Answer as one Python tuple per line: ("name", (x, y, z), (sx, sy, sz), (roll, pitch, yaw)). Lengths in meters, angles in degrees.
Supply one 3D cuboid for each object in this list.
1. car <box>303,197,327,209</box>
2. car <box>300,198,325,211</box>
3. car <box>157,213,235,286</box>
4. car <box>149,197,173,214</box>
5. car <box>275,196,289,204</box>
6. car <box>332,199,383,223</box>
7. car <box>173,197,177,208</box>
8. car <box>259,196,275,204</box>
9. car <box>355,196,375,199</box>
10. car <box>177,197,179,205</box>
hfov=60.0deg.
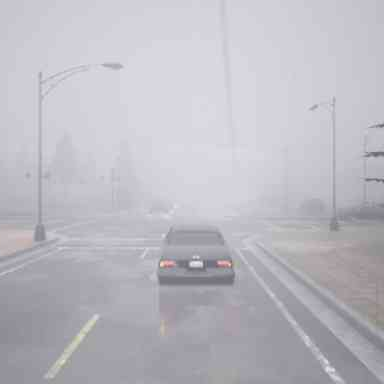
("car", (17.042, 1.509, 46.423), (1.970, 1.475, 3.806), (0, 0, 0))
("car", (13.983, 1.479, 39.035), (1.845, 1.501, 3.633), (0, 0, 0))
("car", (0.056, 1.573, 9.528), (2.033, 1.411, 5.357), (0, 0, -1))
("car", (-3.569, 1.452, 37.250), (2.097, 1.767, 4.553), (0, 0, 0))
("car", (17.386, 1.506, 65.087), (2.152, 1.636, 5.027), (0, 0, 0))
("car", (13.215, 1.544, 25.261), (4.902, 1.511, 2.128), (0, 0, 1))
("car", (-3.559, 1.605, 47.274), (1.882, 1.535, 5.008), (0, 0, 0))
("car", (14.249, 1.515, 65.067), (2.007, 1.523, 4.514), (0, 0, 0))
("car", (29.150, 1.474, 57.288), (1.845, 1.501, 3.633), (0, 0, 0))
("car", (-3.489, 1.666, 64.626), (2.128, 1.511, 4.902), (0, 0, 1))
